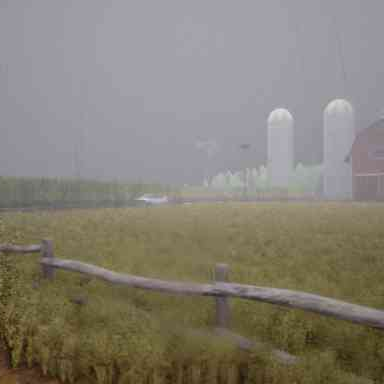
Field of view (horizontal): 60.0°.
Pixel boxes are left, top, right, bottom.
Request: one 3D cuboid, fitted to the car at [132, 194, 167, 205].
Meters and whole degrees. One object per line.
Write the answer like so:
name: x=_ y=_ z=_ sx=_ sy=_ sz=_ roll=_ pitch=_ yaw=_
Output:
car: x=-5.800 y=1.243 z=46.506 sx=2.150 sy=2.045 sz=5.566 roll=0 pitch=-1 yaw=36
